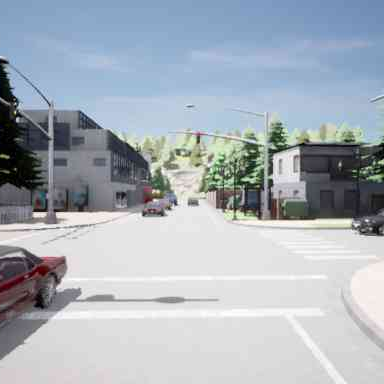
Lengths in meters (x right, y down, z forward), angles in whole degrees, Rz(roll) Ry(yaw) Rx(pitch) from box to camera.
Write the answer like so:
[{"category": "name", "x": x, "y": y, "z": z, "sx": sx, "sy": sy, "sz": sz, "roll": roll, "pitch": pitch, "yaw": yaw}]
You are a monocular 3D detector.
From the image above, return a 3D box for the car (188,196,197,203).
[{"category": "car", "x": 0.154, "y": 1.626, "z": 69.975, "sx": 1.895, "sy": 1.301, "sz": 4.718, "roll": 0, "pitch": 0, "yaw": 0}]

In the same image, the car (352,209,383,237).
[{"category": "car", "x": 10.922, "y": 1.491, "z": 17.437, "sx": 4.892, "sy": 1.490, "sz": 1.837, "roll": 0, "pitch": 0, "yaw": -5}]

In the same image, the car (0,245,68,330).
[{"category": "car", "x": -3.721, "y": 1.603, "z": 5.153, "sx": 1.895, "sy": 1.301, "sz": 4.718, "roll": 0, "pitch": 0, "yaw": 1}]

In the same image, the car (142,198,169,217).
[{"category": "car", "x": -3.559, "y": 1.575, "z": 31.703, "sx": 1.994, "sy": 1.385, "sz": 4.181, "roll": 0, "pitch": 0, "yaw": 0}]

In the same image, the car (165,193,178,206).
[{"category": "car", "x": -3.516, "y": 1.243, "z": 54.412, "sx": 2.150, "sy": 2.045, "sz": 5.566, "roll": 0, "pitch": 0, "yaw": 0}]

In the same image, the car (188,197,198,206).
[{"category": "car", "x": 0.163, "y": 1.568, "z": 56.162, "sx": 2.033, "sy": 1.411, "sz": 5.357, "roll": 0, "pitch": 0, "yaw": 0}]

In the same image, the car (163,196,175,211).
[{"category": "car", "x": -3.544, "y": 1.541, "z": 41.857, "sx": 1.812, "sy": 1.442, "sz": 4.674, "roll": 0, "pitch": 0, "yaw": 0}]
